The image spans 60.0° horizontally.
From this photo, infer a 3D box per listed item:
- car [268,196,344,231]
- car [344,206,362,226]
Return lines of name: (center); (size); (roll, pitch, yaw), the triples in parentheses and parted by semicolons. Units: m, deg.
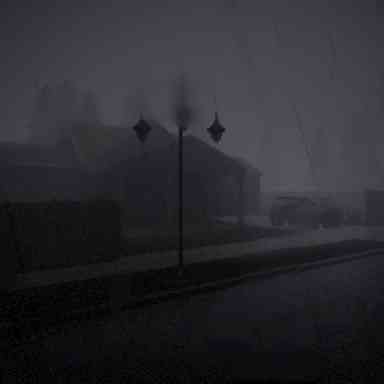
car: (6.219, 1.173, 19.122); (1.905, 1.878, 3.866); (0, 0, -35)
car: (8.051, 1.171, 20.887); (1.932, 1.855, 4.605); (0, 0, -35)
